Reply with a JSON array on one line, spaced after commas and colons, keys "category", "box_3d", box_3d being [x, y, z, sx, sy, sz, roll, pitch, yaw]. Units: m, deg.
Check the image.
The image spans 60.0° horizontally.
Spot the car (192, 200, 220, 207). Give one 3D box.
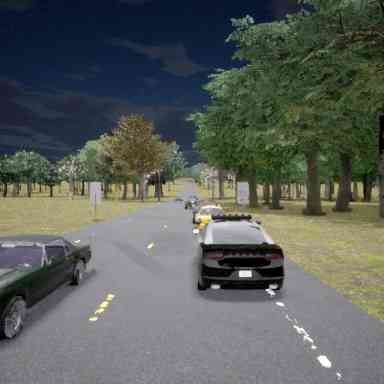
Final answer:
[{"category": "car", "box_3d": [1.083, 1.460, 19.275, 1.801, 1.575, 5.366, 0, 0, 0]}]

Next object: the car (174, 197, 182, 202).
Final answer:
[{"category": "car", "box_3d": [-3.353, 1.818, 83.354, 1.994, 1.385, 4.181, 0, 0, 0]}]

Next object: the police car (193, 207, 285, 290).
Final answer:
[{"category": "police car", "box_3d": [1.064, 1.424, 9.192, 1.930, 1.638, 5.238, 0, 0, 0]}]

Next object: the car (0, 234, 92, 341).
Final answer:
[{"category": "car", "box_3d": [-3.587, 1.599, 6.627, 1.895, 1.301, 4.718, 0, 0, 0]}]

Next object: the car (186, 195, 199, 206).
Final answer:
[{"category": "car", "box_3d": [0.104, 1.480, 58.606, 2.097, 1.767, 4.553, 0, 0, 0]}]

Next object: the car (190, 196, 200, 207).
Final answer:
[{"category": "car", "box_3d": [1.091, 1.361, 25.061, 2.097, 1.767, 4.553, 0, 0, 0]}]

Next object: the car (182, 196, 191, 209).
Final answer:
[{"category": "car", "box_3d": [0.109, 1.416, 46.029, 2.097, 1.767, 4.553, 0, 0, 1]}]
